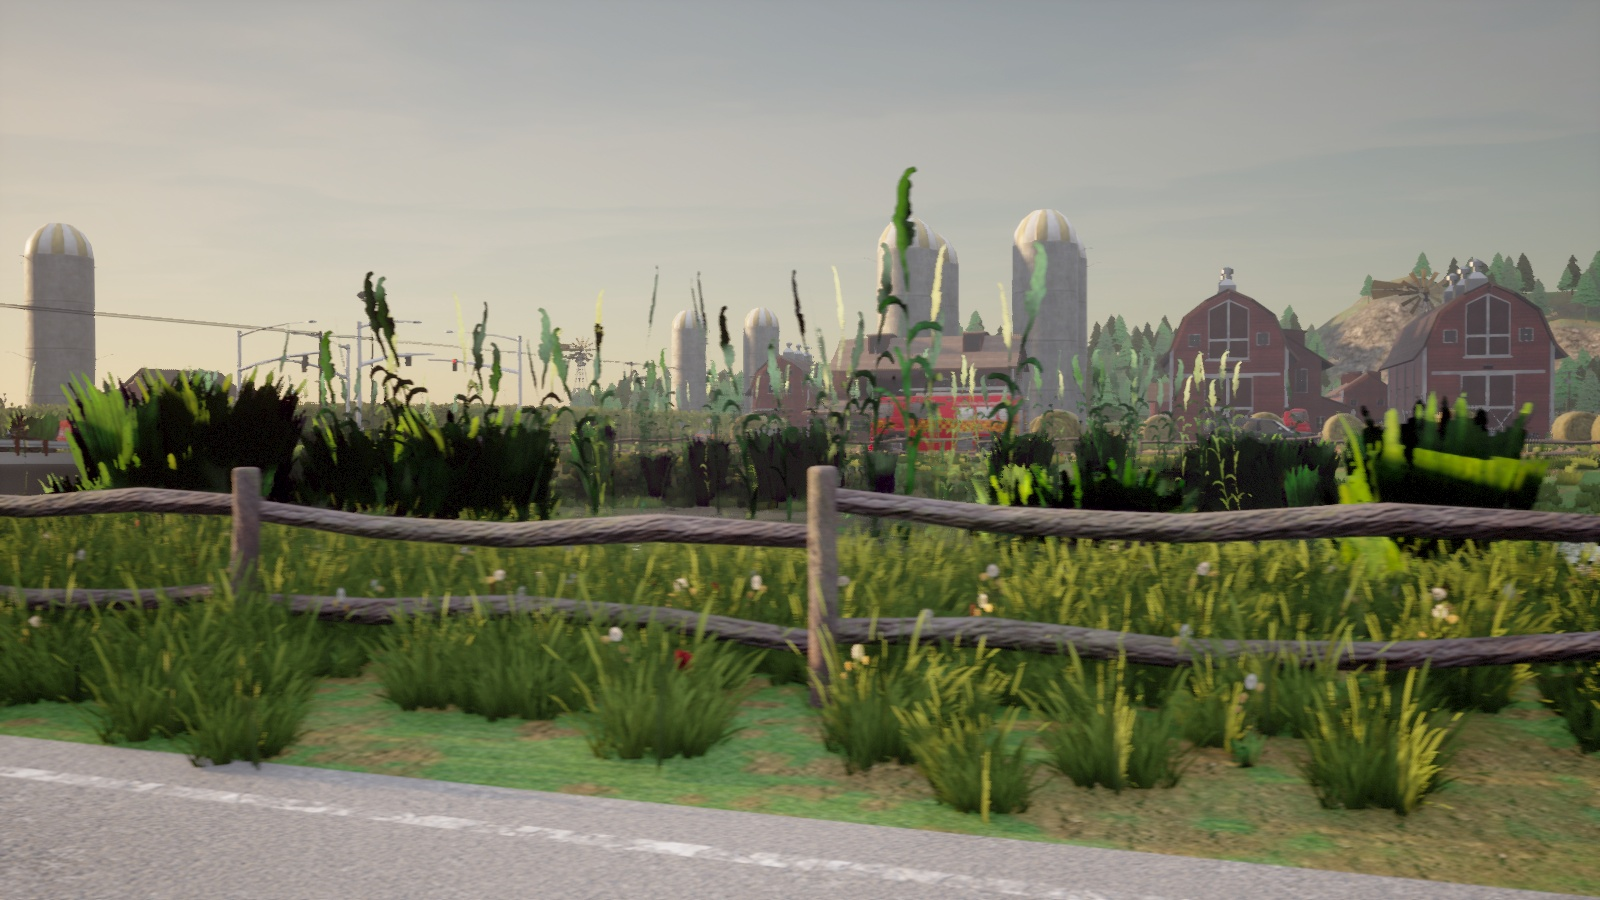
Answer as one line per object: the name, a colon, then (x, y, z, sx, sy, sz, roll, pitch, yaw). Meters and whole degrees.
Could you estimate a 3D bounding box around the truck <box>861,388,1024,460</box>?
truck: (7.876, -1.442, 69.346, 8.468, 3.827, 2.891, 1, 1, 21)

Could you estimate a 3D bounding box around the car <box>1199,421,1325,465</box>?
car: (22.139, -0.360, 60.239, 5.566, 2.045, 2.150, 1, 1, 21)

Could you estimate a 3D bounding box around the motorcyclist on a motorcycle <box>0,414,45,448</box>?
motorcyclist on a motorcycle: (-39.172, -0.945, 62.807, 0.766, 1.649, 2.350, 1, -1, 24)
